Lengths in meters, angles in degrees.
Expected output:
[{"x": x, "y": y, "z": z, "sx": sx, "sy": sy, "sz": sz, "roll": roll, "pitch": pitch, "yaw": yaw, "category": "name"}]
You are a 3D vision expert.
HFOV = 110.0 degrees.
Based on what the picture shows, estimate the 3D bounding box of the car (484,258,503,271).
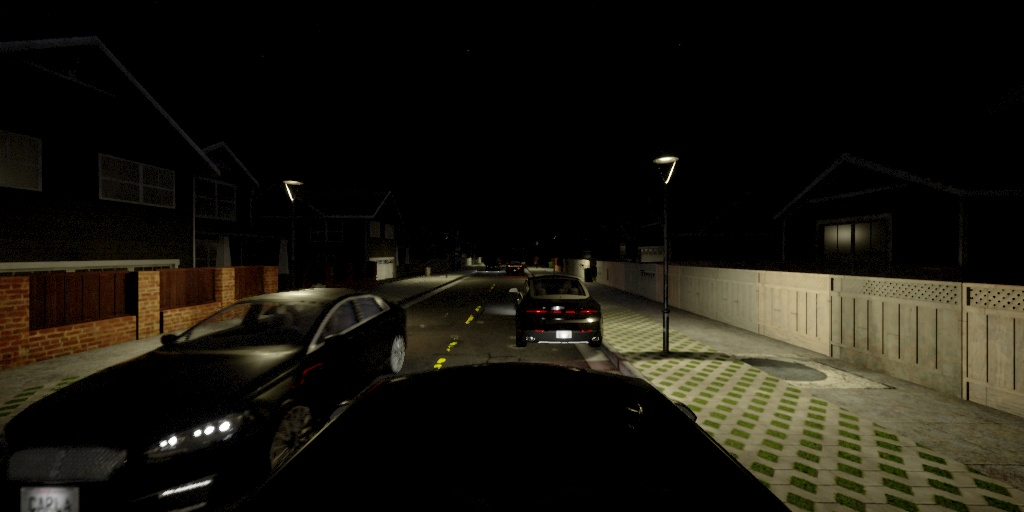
[{"x": -2.556, "y": 1.195, "z": 47.149, "sx": 1.837, "sy": 1.490, "sz": 4.892, "roll": 0, "pitch": 0, "yaw": 0, "category": "car"}]

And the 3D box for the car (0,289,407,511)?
[{"x": -2.827, "y": 1.240, "z": 4.655, "sx": 2.128, "sy": 1.511, "sz": 4.902, "roll": 0, "pitch": 0, "yaw": 0, "category": "car"}]

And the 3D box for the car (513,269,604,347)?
[{"x": 1.010, "y": 1.251, "z": 9.265, "sx": 1.837, "sy": 1.490, "sz": 4.892, "roll": 0, "pitch": 0, "yaw": 0, "category": "car"}]

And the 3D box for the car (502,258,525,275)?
[{"x": 0.311, "y": 1.198, "z": 37.573, "sx": 2.128, "sy": 1.511, "sz": 4.902, "roll": 0, "pitch": 0, "yaw": 1, "category": "car"}]
